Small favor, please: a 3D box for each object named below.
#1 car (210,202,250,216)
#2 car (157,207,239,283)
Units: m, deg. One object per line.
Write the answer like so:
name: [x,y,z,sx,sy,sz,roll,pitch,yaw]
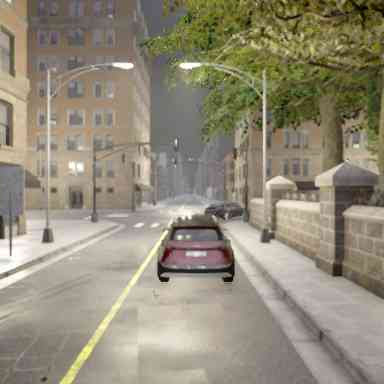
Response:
car: [3.237,1.636,29.052,4.892,1.490,1.837,0,-3,-44]
car: [0.100,1.480,9.859,2.033,1.649,4.856,0,0,0]
